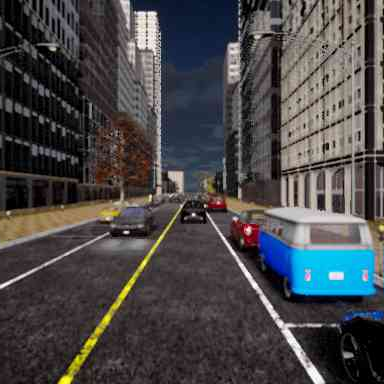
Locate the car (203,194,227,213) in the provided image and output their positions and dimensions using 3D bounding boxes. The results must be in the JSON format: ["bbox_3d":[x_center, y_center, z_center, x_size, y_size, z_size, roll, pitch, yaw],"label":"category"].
[{"bbox_3d":[2.704,1.239,36.519,2.192,1.841,5.009,0,0,0],"label":"car"}]

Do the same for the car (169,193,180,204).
[{"bbox_3d":[-3.036,1.427,59.589,1.994,1.385,4.181,0,0,1],"label":"car"}]

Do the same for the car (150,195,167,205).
[{"bbox_3d":[-5.674,1.431,53.610,2.008,1.369,4.403,0,0,0],"label":"car"}]

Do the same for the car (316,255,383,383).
[{"bbox_3d":[2.694,1.562,2.366,1.947,1.339,4.313,0,0,0],"label":"car"}]

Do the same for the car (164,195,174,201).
[{"bbox_3d":[-5.667,1.346,82.071,2.008,1.369,4.403,0,0,0],"label":"car"}]

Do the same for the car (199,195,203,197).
[{"bbox_3d":[0.112,1.412,42.942,2.163,1.488,4.792,0,0,0],"label":"car"}]

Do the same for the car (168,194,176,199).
[{"bbox_3d":[-5.664,1.303,93.456,1.887,1.381,4.507,0,0,0],"label":"car"}]

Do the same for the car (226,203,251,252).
[{"bbox_3d":[2.697,1.415,13.751,1.967,1.590,4.097,0,0,0],"label":"car"}]

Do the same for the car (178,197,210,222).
[{"bbox_3d":[0.108,1.427,25.659,1.882,1.535,5.008,0,0,0],"label":"car"}]

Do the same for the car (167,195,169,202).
[{"bbox_3d":[-5.672,1.430,59.303,1.947,1.339,4.313,0,0,0],"label":"car"}]

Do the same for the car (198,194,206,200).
[{"bbox_3d":[2.715,1.343,87.749,1.947,1.339,4.313,0,0,0],"label":"car"}]

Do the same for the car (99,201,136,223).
[{"bbox_3d":[-5.681,1.476,24.978,1.752,1.417,4.829,0,0,0],"label":"car"}]

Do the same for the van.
[{"bbox_3d":[2.696,1.327,8.059,1.690,1.788,3.998,0,0,0],"label":"van"}]

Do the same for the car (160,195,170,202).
[{"bbox_3d":[-5.669,1.413,70.686,1.802,1.307,4.206,0,0,0],"label":"car"}]

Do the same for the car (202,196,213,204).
[{"bbox_3d":[2.708,1.389,59.458,1.752,1.417,4.829,0,0,0],"label":"car"}]

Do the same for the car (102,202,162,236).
[{"bbox_3d":[-3.095,1.513,18.339,2.033,1.411,5.357,0,0,0],"label":"car"}]

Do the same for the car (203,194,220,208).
[{"bbox_3d":[2.707,1.211,47.904,2.192,1.841,5.009,0,0,0],"label":"car"}]
